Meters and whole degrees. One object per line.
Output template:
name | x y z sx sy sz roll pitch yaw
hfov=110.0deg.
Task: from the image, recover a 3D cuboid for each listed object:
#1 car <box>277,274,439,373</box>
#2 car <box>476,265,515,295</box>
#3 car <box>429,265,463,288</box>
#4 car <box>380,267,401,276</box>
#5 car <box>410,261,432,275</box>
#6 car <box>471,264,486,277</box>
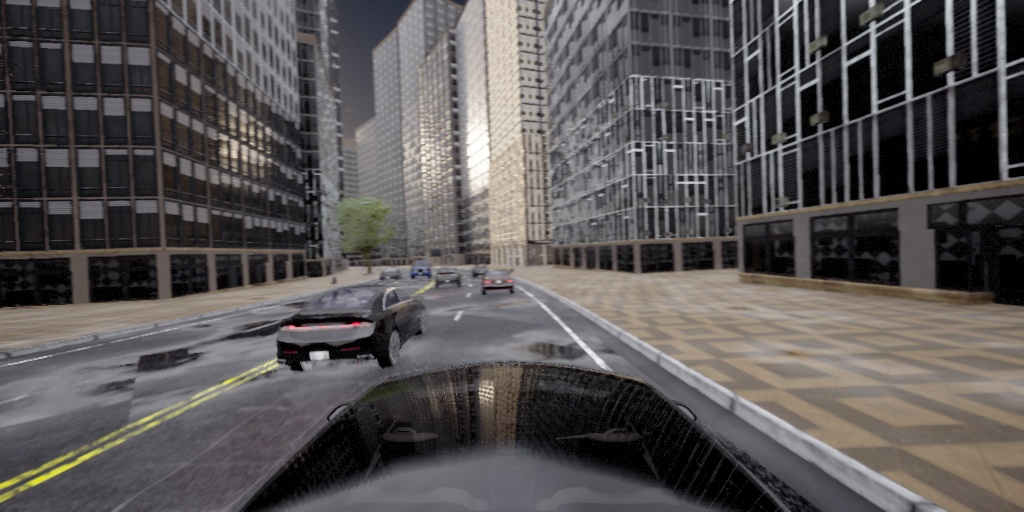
car | -3.209 1.400 8.158 2.128 1.511 4.902 -2 0 -3
car | -0.917 1.429 21.433 2.033 1.411 5.357 -2 0 -5
car | -4.776 1.554 27.325 2.128 1.511 4.902 -2 0 -7
car | -13.374 1.999 39.703 1.812 1.442 4.674 -2 0 -10
car | -10.341 1.579 41.180 2.150 2.045 5.566 -2 -1 -10
car | -3.513 1.635 40.722 1.994 1.385 4.181 -2 0 -10
